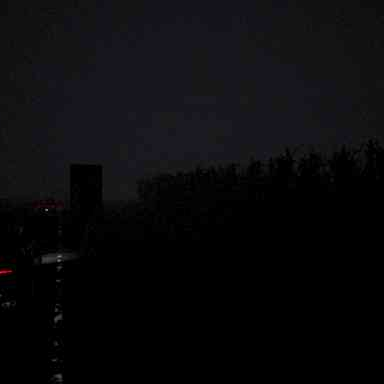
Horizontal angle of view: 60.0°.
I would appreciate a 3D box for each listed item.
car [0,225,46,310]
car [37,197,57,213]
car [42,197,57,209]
[{"bbox_3d":[-4.447,1.498,7.414,1.837,1.490,4.892,0,0,-21],"label":"car"},{"bbox_3d":[-15.714,1.551,36.196,1.895,1.301,4.718,0,0,-21],"label":"car"},{"bbox_3d":[-19.471,1.454,45.609,1.812,1.442,4.674,0,0,-21],"label":"car"}]
